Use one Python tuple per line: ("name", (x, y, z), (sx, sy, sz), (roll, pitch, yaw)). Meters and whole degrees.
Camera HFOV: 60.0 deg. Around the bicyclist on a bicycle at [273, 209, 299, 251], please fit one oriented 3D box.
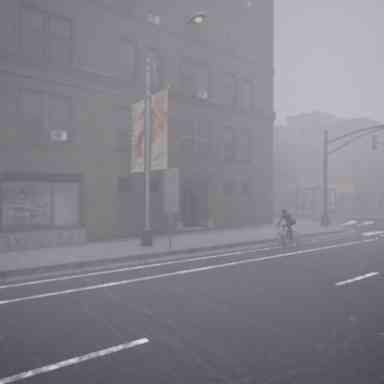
("bicyclist on a bicycle", (3.741, 1.478, 13.146), (1.656, 1.620, 0.582), (0, 0, -37))
